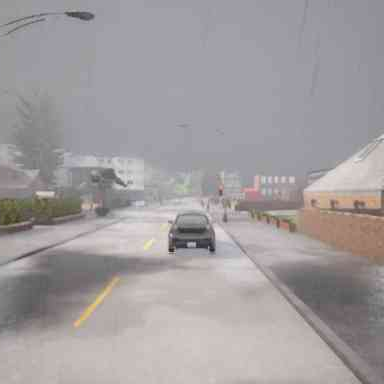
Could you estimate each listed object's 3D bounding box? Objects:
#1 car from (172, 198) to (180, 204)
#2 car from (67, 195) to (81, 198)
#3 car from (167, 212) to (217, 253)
[{"bbox_3d":[-4.042,2.321,83.289,1.812,1.442,4.674,0,-1,0],"label":"car"},{"bbox_3d":[-19.786,1.504,54.258,1.905,1.878,3.866,0,-1,35],"label":"car"},{"bbox_3d":[-0.005,1.645,14.309,1.837,1.490,4.892,0,0,0],"label":"car"}]
